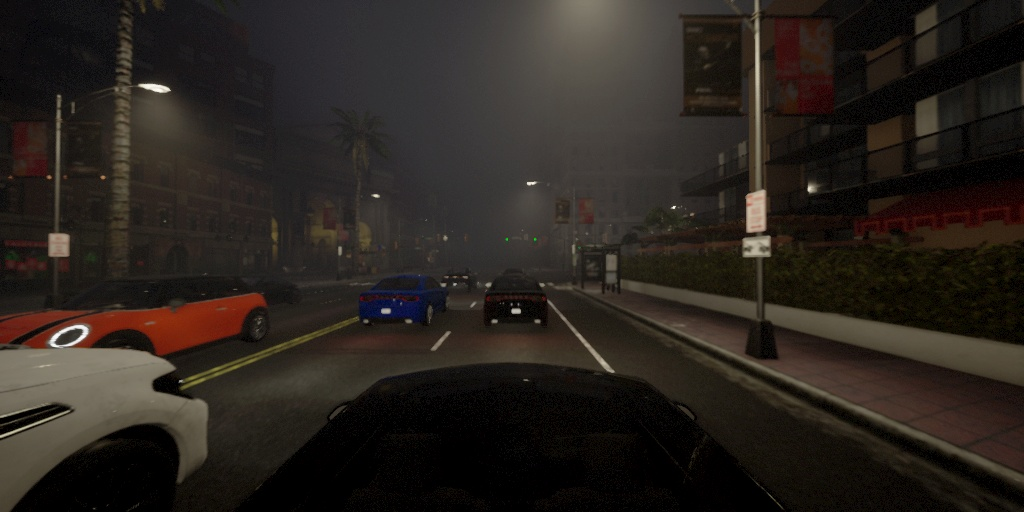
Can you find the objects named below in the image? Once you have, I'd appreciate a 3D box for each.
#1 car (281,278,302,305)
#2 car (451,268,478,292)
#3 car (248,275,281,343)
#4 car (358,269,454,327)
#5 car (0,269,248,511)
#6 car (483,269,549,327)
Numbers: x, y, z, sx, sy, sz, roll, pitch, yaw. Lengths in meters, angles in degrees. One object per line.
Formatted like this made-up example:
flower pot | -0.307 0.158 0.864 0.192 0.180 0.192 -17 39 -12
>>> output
car | -10.551 1.475 14.568 1.994 1.385 4.181 0 -1 0
car | -3.373 1.516 23.632 2.128 1.511 4.902 0 -1 0
car | -7.086 1.168 6.980 2.097 1.767 4.553 0 -1 0
car | -3.386 1.358 12.104 1.882 1.535 5.008 0 -1 0
car | -3.365 0.953 0.301 2.150 2.045 5.566 0 -1 0
car | 0.112 1.358 12.119 1.882 1.535 5.008 0 -1 0
